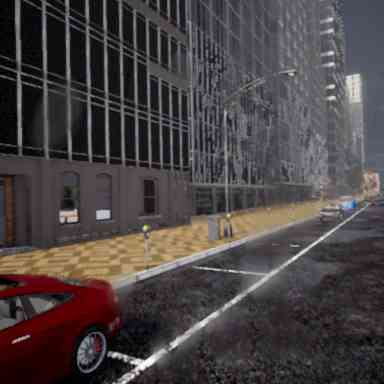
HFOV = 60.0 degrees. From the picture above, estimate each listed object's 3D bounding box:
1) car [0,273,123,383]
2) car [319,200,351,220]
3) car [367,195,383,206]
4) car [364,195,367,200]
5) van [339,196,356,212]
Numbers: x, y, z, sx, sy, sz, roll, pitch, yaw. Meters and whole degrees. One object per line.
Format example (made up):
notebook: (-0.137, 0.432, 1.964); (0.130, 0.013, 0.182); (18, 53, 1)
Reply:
car: (-2.537, 1.676, 3.577); (1.802, 1.307, 4.206); (-2, -1, 30)
car: (11.884, 1.601, 28.116); (2.008, 1.369, 4.403); (-2, -1, 30)
car: (28.865, 1.455, 51.705); (2.033, 1.411, 5.357); (-2, -1, 30)
car: (43.611, 1.396, 82.104); (1.887, 1.381, 4.507); (-1, 0, 30)
van: (17.649, 1.365, 37.934); (1.690, 1.788, 3.998); (-2, -1, 30)
